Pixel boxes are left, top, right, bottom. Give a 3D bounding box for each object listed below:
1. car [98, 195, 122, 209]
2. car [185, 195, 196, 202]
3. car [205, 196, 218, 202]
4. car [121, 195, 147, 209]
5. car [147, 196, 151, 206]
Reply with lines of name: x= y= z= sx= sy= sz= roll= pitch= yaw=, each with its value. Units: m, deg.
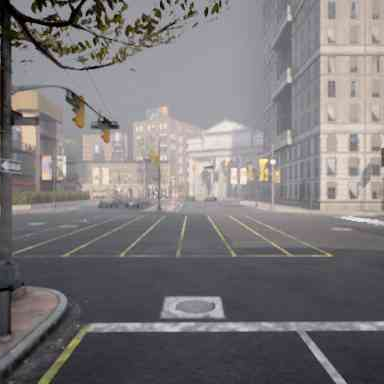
car: x=-11.494 y=1.514 z=45.914 sx=1.812 sy=1.442 sz=4.674 roll=0 pitch=0 yaw=0
car: x=-0.354 y=1.322 z=72.489 sx=2.128 sy=1.511 sz=4.902 roll=0 pitch=0 yaw=-8
car: x=4.216 y=1.446 z=72.515 sx=1.994 sy=1.385 sz=4.181 roll=0 pitch=0 yaw=20
car: x=-7.997 y=1.480 z=46.225 sx=2.128 sy=1.511 sz=4.902 roll=0 pitch=0 yaw=1
car: x=-7.997 y=1.491 z=55.603 sx=1.837 sy=1.490 sz=4.892 roll=0 pitch=0 yaw=1
